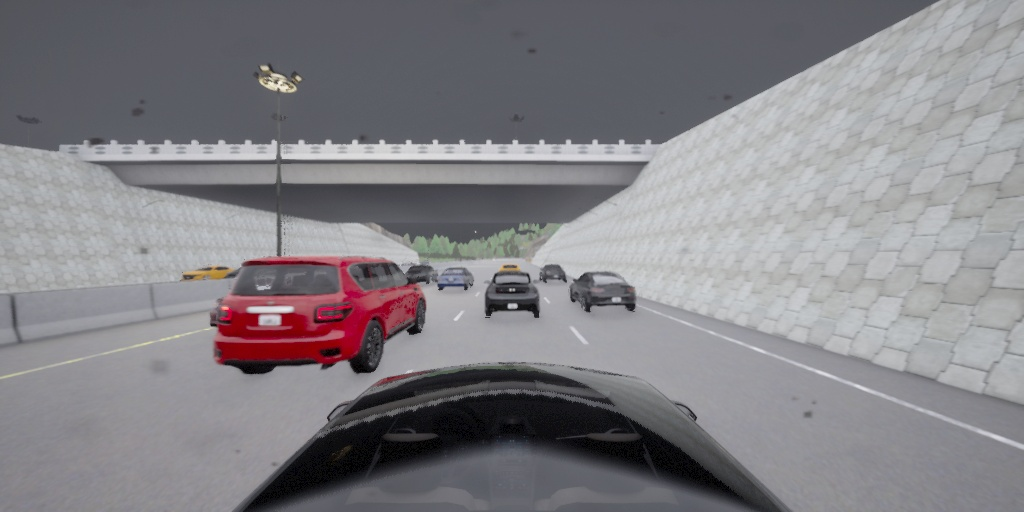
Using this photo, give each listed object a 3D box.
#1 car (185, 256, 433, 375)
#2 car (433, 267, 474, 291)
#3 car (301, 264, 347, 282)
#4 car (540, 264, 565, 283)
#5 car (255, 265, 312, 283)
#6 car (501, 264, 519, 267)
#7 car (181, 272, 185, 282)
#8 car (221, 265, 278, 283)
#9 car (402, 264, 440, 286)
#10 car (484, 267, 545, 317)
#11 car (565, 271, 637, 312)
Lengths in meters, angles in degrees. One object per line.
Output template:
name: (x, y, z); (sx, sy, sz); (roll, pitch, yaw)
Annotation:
car: (-3.464, 1.032, 7.778); (2.150, 2.045, 5.566); (0, -1, -1)
car: (-3.602, 1.447, 23.604); (2.033, 1.411, 5.357); (0, 0, 0)
car: (-17.878, 1.582, 34.333); (1.837, 1.490, 4.892); (0, 0, 0)
car: (3.342, 1.399, 29.723); (1.812, 1.442, 4.674); (0, 0, -1)
car: (-21.377, 1.651, 33.903); (2.033, 1.411, 5.357); (0, 0, 0)
car: (-0.152, 1.383, 30.272); (1.882, 1.535, 5.008); (0, 0, 0)
car: (-28.372, 1.640, 33.864); (1.882, 1.535, 5.008); (0, 0, 0)
car: (-24.876, 1.640, 34.248); (1.837, 1.490, 4.892); (0, 0, 0)
car: (-7.140, 1.462, 28.716); (1.837, 1.490, 4.892); (0, 0, 0)
car: (-0.003, 1.318, 13.480); (1.837, 1.490, 4.892); (0, 0, 0)
car: (3.490, 1.315, 14.324); (1.812, 1.442, 4.674); (0, 0, 0)
